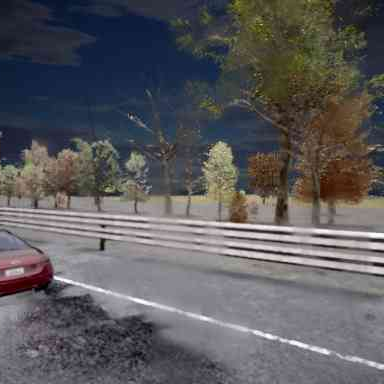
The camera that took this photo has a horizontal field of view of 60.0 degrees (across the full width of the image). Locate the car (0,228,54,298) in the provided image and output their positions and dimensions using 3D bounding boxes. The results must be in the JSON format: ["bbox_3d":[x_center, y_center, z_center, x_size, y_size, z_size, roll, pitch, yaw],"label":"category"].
[{"bbox_3d":[-5.090,1.529,7.718,4.181,1.385,1.994,0,0,36],"label":"car"}]
